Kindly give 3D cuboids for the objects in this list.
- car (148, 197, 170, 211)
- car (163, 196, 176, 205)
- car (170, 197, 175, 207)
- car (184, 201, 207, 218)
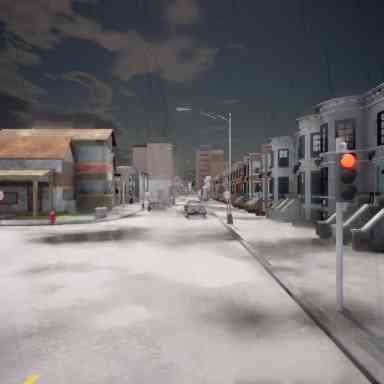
[{"bbox_3d":[-4.049,1.564,39.509,1.994,1.385,4.181,0,0,0],"label":"car"},{"bbox_3d":[-3.971,1.547,59.904,2.033,1.411,5.357,0,0,1],"label":"car"},{"bbox_3d":[-4.023,1.505,49.454,1.837,1.490,4.892,0,0,0],"label":"car"},{"bbox_3d":[0.276,1.547,30.445,2.033,1.411,5.357,0,0,-3],"label":"car"}]
